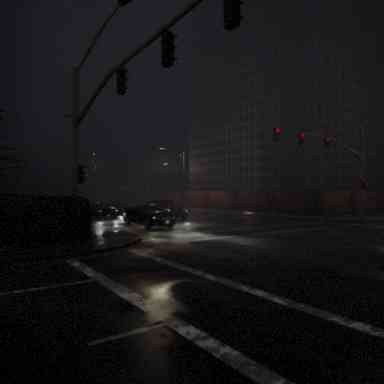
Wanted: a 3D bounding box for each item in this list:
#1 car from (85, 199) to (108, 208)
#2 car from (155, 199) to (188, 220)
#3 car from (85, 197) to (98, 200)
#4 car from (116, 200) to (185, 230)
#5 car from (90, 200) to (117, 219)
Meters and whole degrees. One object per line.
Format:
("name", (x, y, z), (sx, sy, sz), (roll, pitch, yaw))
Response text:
("car", (-14.874, 1.704, 51.552), (1.895, 1.301, 4.718), (0, 0, -35))
("car", (-2.249, 1.431, 27.199), (2.097, 1.767, 4.553), (0, 0, -35))
("car", (-13.509, 1.435, 43.276), (2.097, 1.767, 4.553), (0, 0, -35))
("car", (-2.877, 1.551, 22.007), (2.128, 1.511, 4.902), (0, 0, -35))
("car", (-8.199, 1.661, 29.571), (1.895, 1.301, 4.718), (0, 0, -35))
